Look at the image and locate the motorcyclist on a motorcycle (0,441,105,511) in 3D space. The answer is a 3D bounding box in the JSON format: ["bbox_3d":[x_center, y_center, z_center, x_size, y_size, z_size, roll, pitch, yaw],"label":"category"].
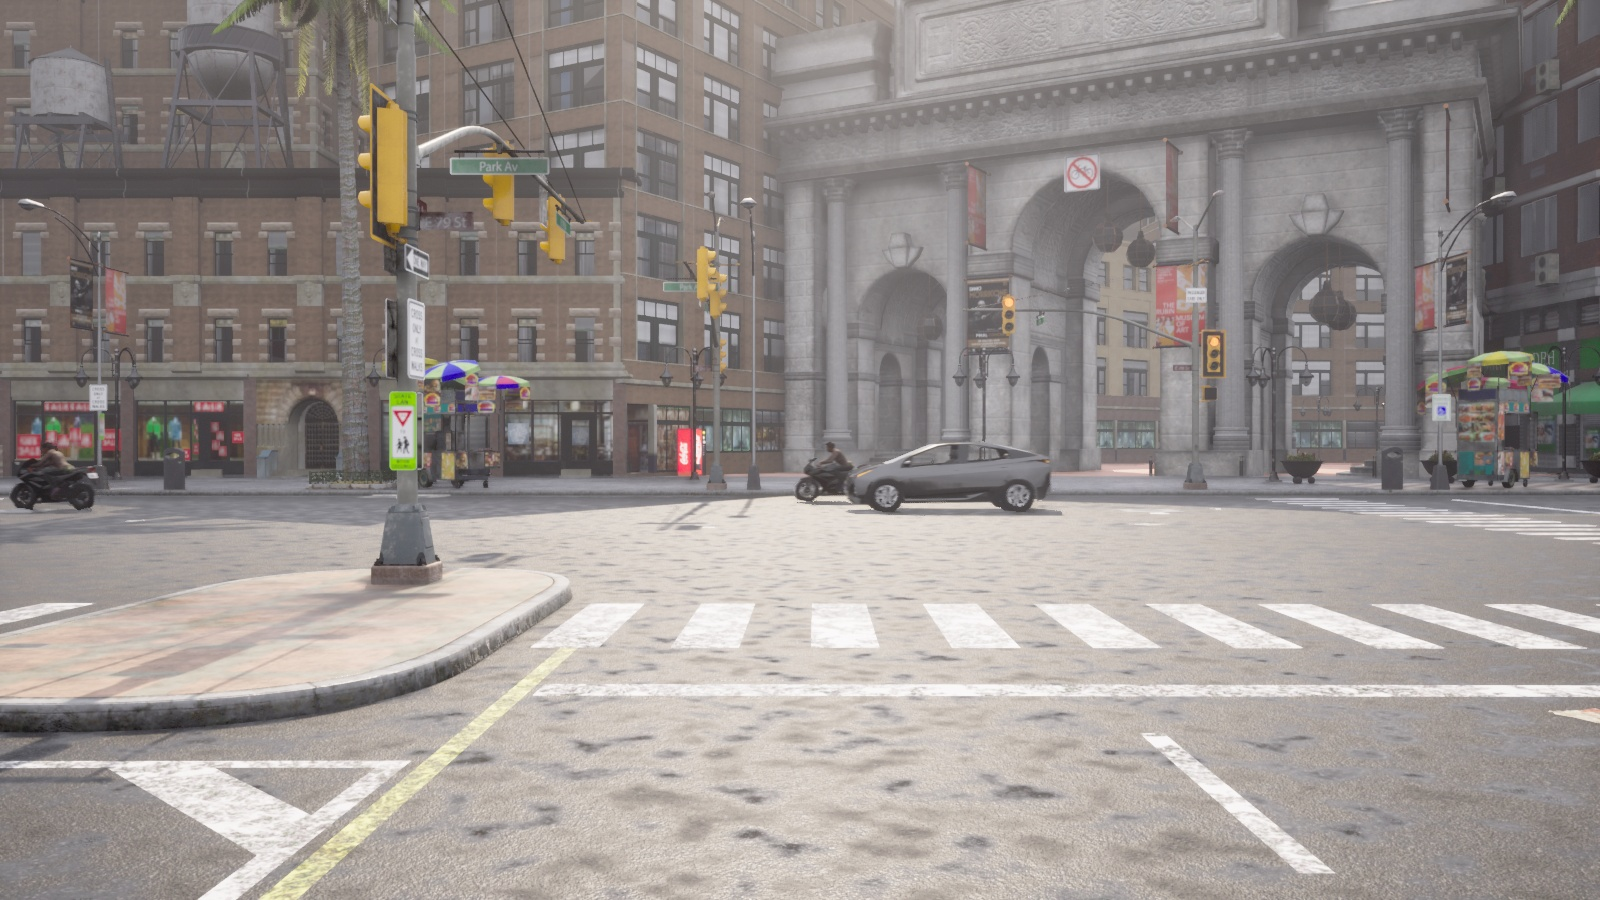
[{"bbox_3d":[-16.659,0.558,27.878,2.044,1.523,0.797,0,1,6],"label":"motorcyclist on a motorcycle"}]

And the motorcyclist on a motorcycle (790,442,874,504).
[{"bbox_3d":[0.795,0.553,31.216,2.044,1.523,0.797,0,0,1],"label":"motorcyclist on a motorcycle"}]

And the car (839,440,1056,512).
[{"bbox_3d":[3.153,0.540,27.606,4.514,1.525,2.007,0,0,-1],"label":"car"}]
